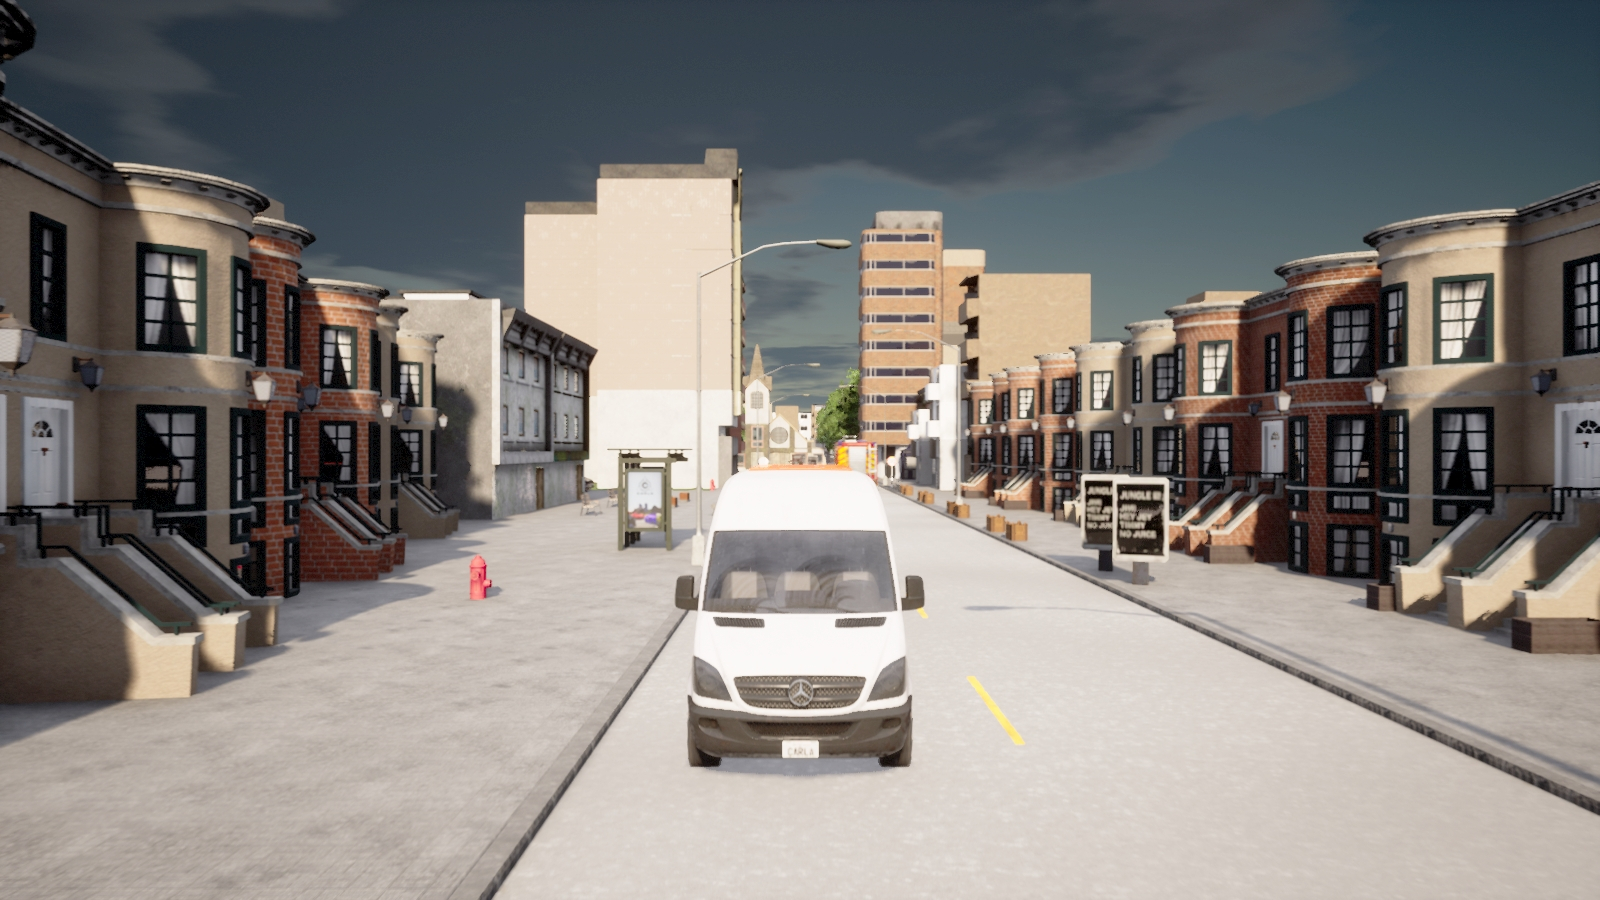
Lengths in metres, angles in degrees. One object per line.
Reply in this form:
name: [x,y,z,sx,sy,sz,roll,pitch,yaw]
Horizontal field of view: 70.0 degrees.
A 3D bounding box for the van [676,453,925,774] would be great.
van: [0.006,1.315,12.111,1.988,2.561,5.915,0,0,0]
